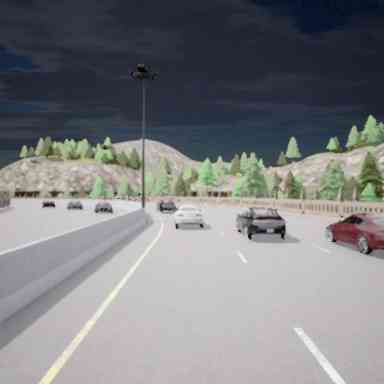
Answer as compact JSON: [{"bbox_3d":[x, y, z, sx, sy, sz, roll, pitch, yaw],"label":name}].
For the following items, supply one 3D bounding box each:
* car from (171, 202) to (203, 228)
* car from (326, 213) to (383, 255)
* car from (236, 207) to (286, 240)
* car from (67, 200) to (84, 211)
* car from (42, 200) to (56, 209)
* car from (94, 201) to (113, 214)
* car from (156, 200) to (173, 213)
[{"bbox_3d":[-0.306,1.620,23.022,1.812,1.442,4.674,0,0,-4],"label":"car"},{"bbox_3d":[7.087,1.576,13.379,1.812,1.442,4.674,0,0,-1],"label":"car"},{"bbox_3d":[3.504,1.559,17.541,2.128,1.511,4.902,0,0,-1],"label":"car"},{"bbox_3d":[-16.035,1.817,45.738,1.994,1.385,4.181,0,-1,-20],"label":"car"},{"bbox_3d":[-22.652,1.927,52.712,1.895,1.301,4.718,0,-1,-25],"label":"car"},{"bbox_3d":[-9.992,1.750,37.835,1.994,1.385,4.181,0,0,-14],"label":"car"},{"bbox_3d":[-3.260,1.684,40.459,2.128,1.511,4.902,0,0,-14],"label":"car"}]
